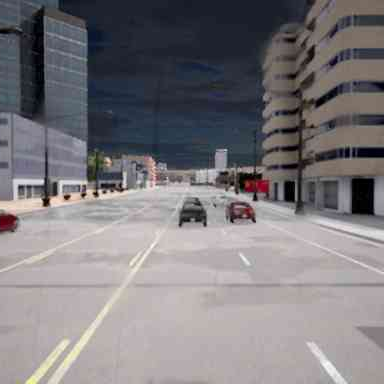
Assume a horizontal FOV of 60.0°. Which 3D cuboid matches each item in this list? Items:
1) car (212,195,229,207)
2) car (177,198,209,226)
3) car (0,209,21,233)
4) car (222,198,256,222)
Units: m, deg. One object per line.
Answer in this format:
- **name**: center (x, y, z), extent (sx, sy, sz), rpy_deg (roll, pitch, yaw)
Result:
- **car**: center (3.571, 1.045, 41.082), extent (1.812, 1.442, 4.674), rpy_deg (0, 2, 0)
- **car**: center (0.057, 1.442, 22.672), extent (1.837, 1.490, 4.892), rpy_deg (0, 1, 0)
- **car**: center (-10.570, 1.546, 16.886), extent (1.994, 1.385, 4.181), rpy_deg (0, 0, 1)
- **car**: center (3.590, 1.433, 24.994), extent (1.812, 1.442, 4.674), rpy_deg (0, 1, 0)
